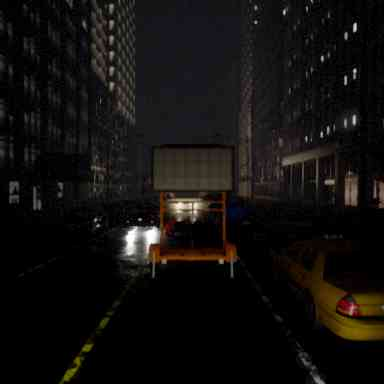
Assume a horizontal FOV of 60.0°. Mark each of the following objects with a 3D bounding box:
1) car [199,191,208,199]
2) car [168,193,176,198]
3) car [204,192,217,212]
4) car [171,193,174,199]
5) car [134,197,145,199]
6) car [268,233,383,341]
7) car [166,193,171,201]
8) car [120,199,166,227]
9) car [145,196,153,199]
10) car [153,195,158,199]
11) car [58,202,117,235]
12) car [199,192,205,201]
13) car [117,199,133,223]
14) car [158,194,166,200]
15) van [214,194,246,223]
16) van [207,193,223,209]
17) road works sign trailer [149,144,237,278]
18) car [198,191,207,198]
[{"bbox_3d":[2.858,0.725,85.996,2.192,1.841,5.009,-1,0,0],"label":"car"},{"bbox_3d":[-5.508,0.897,91.529,1.752,1.417,4.829,-1,0,0],"label":"car"},{"bbox_3d":[2.752,1.076,34.845,2.192,1.841,5.009,-1,0,0],"label":"car"},{"bbox_3d":[-5.543,1.071,74.648,1.802,1.307,4.206,-1,0,0],"label":"car"},{"bbox_3d":[-5.638,1.345,29.180,1.887,1.381,4.507,-1,0,0],"label":"car"},{"bbox_3d":[2.696,1.479,6.598,1.752,1.417,4.829,-1,0,0],"label":"car"},{"bbox_3d":[-5.567,1.118,63.281,2.008,1.369,4.403,-1,0,0],"label":"car"},{"bbox_3d":[-3.055,1.416,21.517,1.994,1.385,4.181,0,0,0],"label":"car"},{"bbox_3d":[-5.627,1.312,34.864,2.008,1.369,4.403,-1,0,0],"label":"car"},{"bbox_3d":[-5.614,1.304,40.547,1.802,1.307,4.206,-1,0,0],"label":"car"},{"bbox_3d":[-5.661,1.428,17.813,2.008,1.369,4.403,-1,0,0],"label":"car"},{"bbox_3d":[2.814,1.118,63.263,2.008,1.369,4.403,-1,0,0],"label":"car"},{"bbox_3d":[-5.649,1.405,23.497,1.947,1.339,4.313,-1,0,0],"label":"car"},{"bbox_3d":[-5.591,1.196,51.914,2.008,1.369,4.403,-1,0,0],"label":"car"},{"bbox_3d":[2.729,1.180,23.478,1.690,1.788,3.998,-1,0,0],"label":"van"},{"bbox_3d":[2.764,1.064,40.528,1.690,1.788,3.998,-1,0,0],"label":"van"},{"bbox_3d":[0.025,0.396,9.830,2.380,3.560,2.880,0,0,0],"label":"road works sign trailer"},{"bbox_3d":[2.870,0.686,91.680,2.192,1.841,5.009,-1,0,0],"label":"car"}]
